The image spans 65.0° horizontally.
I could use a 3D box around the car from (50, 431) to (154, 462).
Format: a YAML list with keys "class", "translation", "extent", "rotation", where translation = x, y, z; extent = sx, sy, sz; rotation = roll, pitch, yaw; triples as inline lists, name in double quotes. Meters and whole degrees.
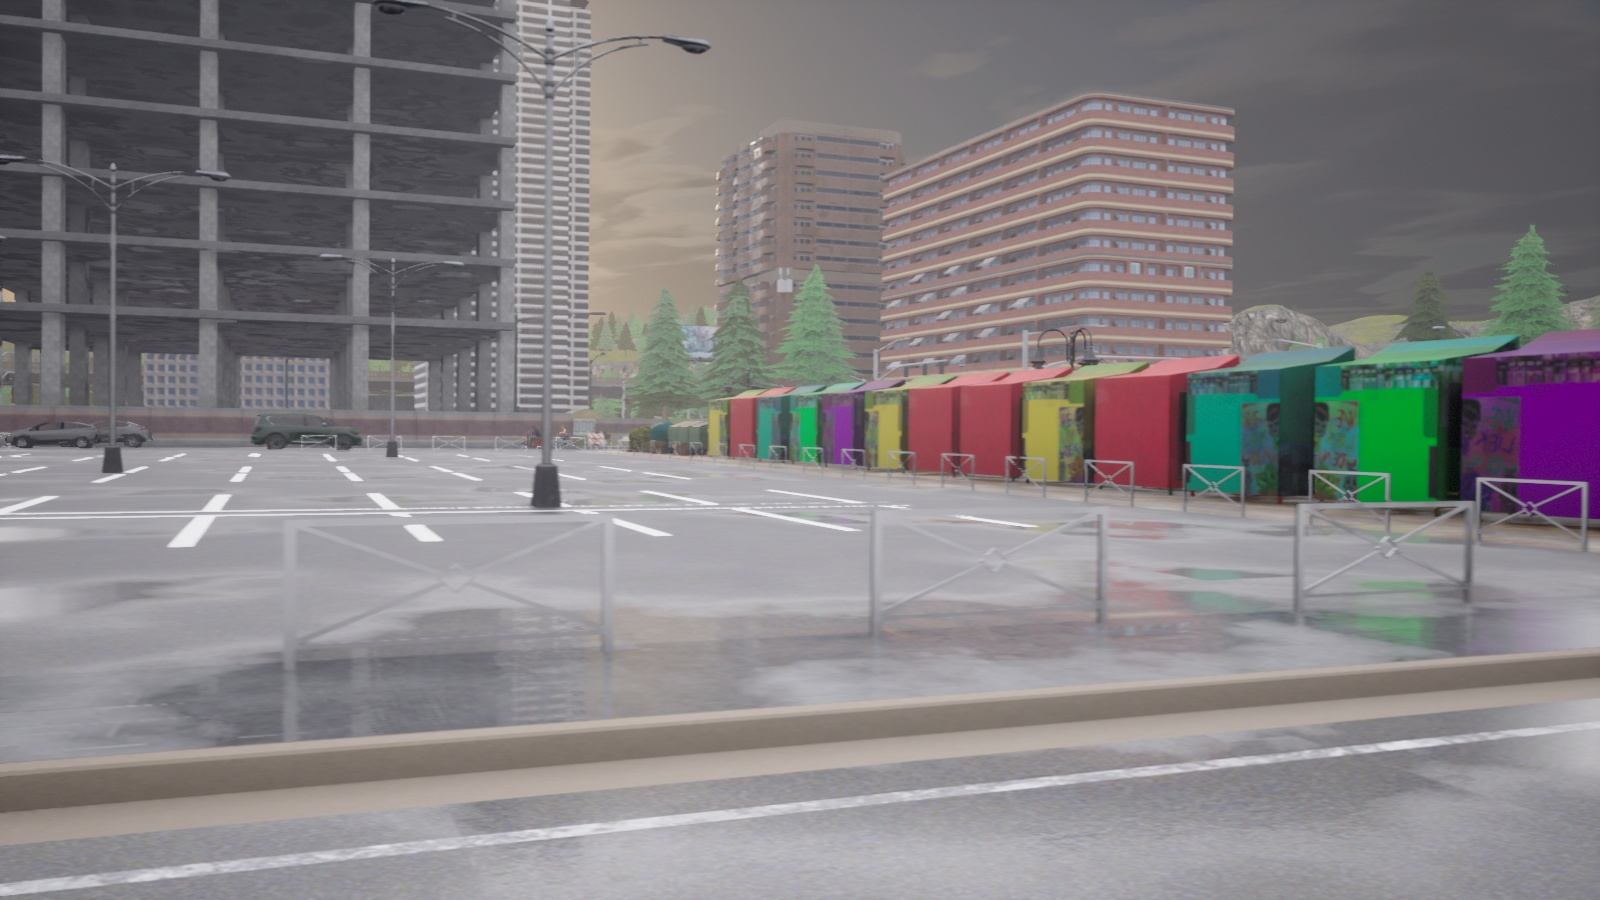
- class: "car"
  translation: [-40.279, -0.226, 72.657]
  extent: [5.027, 1.651, 2.152]
  rotation: [-1, 1, -23]

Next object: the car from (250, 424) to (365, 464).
- class: "car"
  translation: [-26.296, -0.346, 67.115]
  extent: [5.566, 2.045, 2.150]
  rotation: [-1, 1, -23]

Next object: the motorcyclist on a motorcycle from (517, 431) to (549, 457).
- class: "motorcyclist on a motorcycle"
  translation: [-16.708, -0.404, 78.704]
  extent: [1.817, 1.590, 0.866]
  rotation: [-1, 1, -23]

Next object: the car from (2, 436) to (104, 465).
- class: "car"
  translation: [-40.763, 0.013, 68.664]
  extent: [4.514, 1.525, 2.007]
  rotation: [-1, 1, -23]
